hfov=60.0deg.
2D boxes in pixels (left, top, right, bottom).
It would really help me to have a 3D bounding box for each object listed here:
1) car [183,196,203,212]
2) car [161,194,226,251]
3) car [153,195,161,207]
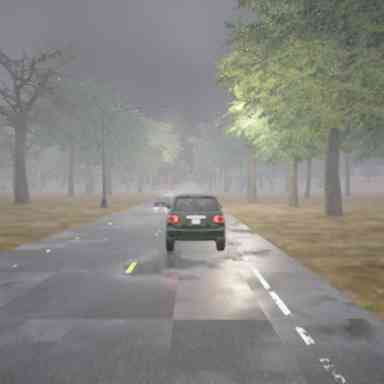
[{"bbox_3d":[0.086,1.134,33.017,1.812,1.442,4.674,0,0,0],"label":"car"},{"bbox_3d":[0.108,1.100,13.763,2.150,2.045,5.566,0,-1,-1],"label":"car"},{"bbox_3d":[-3.597,1.028,40.710,2.033,1.411,5.357,0,1,0],"label":"car"}]
